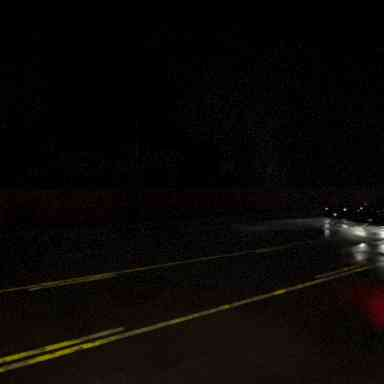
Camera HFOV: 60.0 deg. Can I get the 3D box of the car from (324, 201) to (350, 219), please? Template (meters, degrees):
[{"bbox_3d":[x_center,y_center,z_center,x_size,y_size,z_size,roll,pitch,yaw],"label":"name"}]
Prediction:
[{"bbox_3d":[12.251,1.312,25.544,4.718,1.301,1.895,-1,1,-35],"label":"car"}]

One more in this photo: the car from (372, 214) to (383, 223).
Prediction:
[{"bbox_3d":[7.010,1.356,8.717,5.008,1.535,1.882,-1,1,-35],"label":"car"}]

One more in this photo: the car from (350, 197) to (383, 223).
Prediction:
[{"bbox_3d":[12.673,1.089,21.552,4.553,1.767,2.097,-1,1,-35],"label":"car"}]
